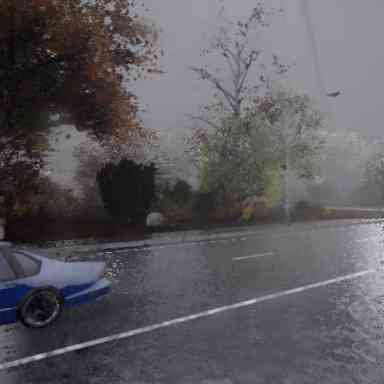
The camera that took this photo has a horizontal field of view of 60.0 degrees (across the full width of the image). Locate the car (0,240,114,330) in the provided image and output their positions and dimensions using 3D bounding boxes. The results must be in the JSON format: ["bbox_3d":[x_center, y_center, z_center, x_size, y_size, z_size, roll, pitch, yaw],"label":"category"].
[{"bbox_3d":[-4.050,1.544,5.385,5.357,1.411,2.033,0,0,-35],"label":"car"}]
